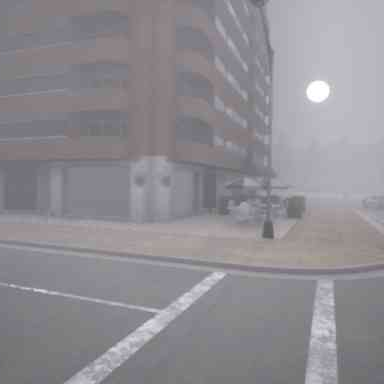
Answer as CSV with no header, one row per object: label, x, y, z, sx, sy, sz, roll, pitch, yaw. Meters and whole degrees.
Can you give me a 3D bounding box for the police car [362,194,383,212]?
police car,18.844,1.019,32.827,2.038,1.542,4.974,0,1,3
